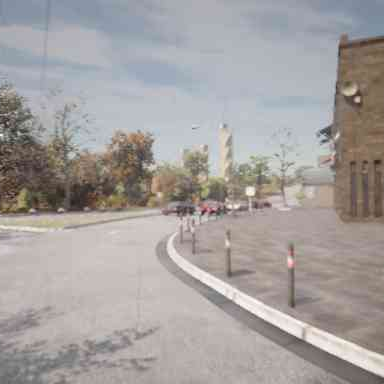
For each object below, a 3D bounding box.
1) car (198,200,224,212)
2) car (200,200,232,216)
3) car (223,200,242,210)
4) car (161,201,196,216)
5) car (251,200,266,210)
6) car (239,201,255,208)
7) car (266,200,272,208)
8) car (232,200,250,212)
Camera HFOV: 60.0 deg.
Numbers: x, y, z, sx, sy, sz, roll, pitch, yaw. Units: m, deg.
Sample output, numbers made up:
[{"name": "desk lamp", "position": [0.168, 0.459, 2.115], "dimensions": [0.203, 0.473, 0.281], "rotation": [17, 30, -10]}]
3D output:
[{"name": "car", "position": [2.512, 1.814, 43.632], "dimensions": [1.837, 1.490, 4.892], "rotation": [-1, -1, 23]}, {"name": "car", "position": [2.298, 1.699, 34.045], "dimensions": [1.895, 1.301, 4.718], "rotation": [-1, -1, 21]}, {"name": "car", "position": [6.452, 2.033, 53.136], "dimensions": [1.812, 1.442, 4.674], "rotation": [-1, -1, 23]}, {"name": "car", "position": [-1.275, 1.654, 33.823], "dimensions": [2.033, 1.411, 5.357], "rotation": [-1, -1, 20]}, {"name": "car", "position": [9.720, 1.977, 52.512], "dimensions": [2.128, 1.511, 4.902], "rotation": [-1, -1, 23]}, {"name": "car", "position": [10.279, 2.299, 62.269], "dimensions": [1.895, 1.301, 4.718], "rotation": [-1, -1, 23]}, {"name": "car", "position": [13.426, 2.149, 61.373], "dimensions": [1.882, 1.535, 5.008], "rotation": [-1, -1, 23]}, {"name": "car", "position": [5.929, 1.896, 43.368], "dimensions": [1.895, 1.301, 4.718], "rotation": [-1, -1, 23]}]
